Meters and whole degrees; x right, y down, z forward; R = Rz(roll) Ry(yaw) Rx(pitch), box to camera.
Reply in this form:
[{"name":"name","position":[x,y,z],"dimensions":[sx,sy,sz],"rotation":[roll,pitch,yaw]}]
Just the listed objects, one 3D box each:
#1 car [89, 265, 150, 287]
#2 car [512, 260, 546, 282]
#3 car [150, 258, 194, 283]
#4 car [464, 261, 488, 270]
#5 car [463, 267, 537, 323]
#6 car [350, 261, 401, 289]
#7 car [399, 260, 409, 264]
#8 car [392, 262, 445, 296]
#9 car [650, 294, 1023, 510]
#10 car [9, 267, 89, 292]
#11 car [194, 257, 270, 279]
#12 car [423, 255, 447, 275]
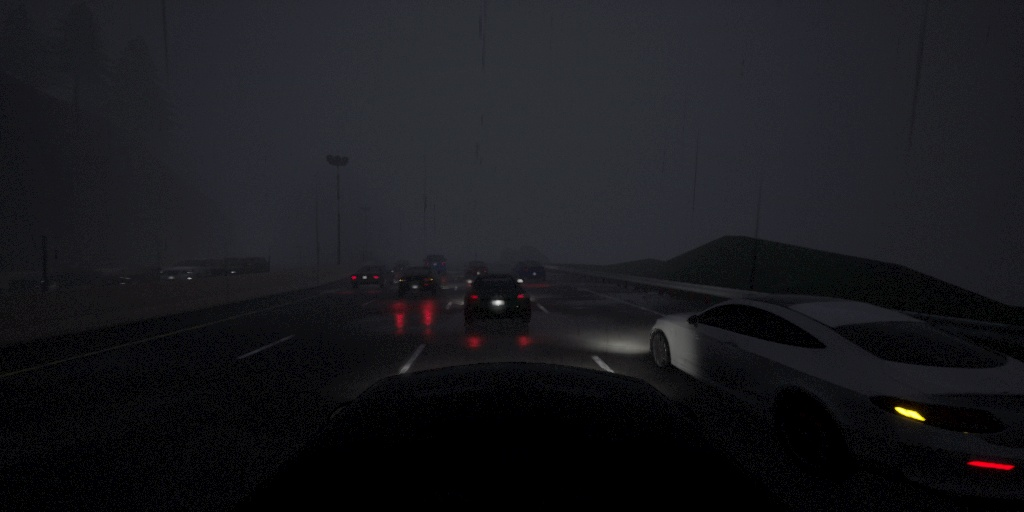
[{"name":"car","position":[-27.324,1.451,26.370],"dimensions":[1.882,1.535,5.008],"rotation":[-1,0,-10]},{"name":"car","position":[1.140,1.057,26.866],"dimensions":[1.882,1.535,5.008],"rotation":[-1,0,-9]},{"name":"car","position":[-23.949,1.144,27.406],"dimensions":[2.150,2.045,5.566],"rotation":[-1,0,-10]},{"name":"car","position":[-3.021,1.140,30.424],"dimensions":[1.812,1.442,4.674],"rotation":[-1,0,-10]},{"name":"car","position":[-0.541,1.258,11.918],"dimensions":[1.994,1.385,4.181],"rotation":[-1,0,-5]},{"name":"car","position":[-8.926,1.287,23.330],"dimensions":[2.033,1.411,5.357],"rotation":[-1,0,-8]},{"name":"car","position":[-12.695,1.203,41.759],"dimensions":[1.812,1.442,4.674],"rotation":[-1,1,-14]},{"name":"car","position":[-4.799,1.235,18.971],"dimensions":[1.812,1.442,4.674],"rotation":[-1,0,-7]},{"name":"car","position":[3.455,1.211,4.547],"dimensions":[1.812,1.442,4.674],"rotation":[-1,0,-3]},{"name":"car","position":[-30.528,1.508,24.369],"dimensions":[1.882,1.535,5.008],"rotation":[-1,0,-10]},{"name":"car","position":[-20.270,1.096,26.660],"dimensions":[2.150,2.045,5.566],"rotation":[-1,0,-10]},{"name":"car","position":[-7.848,0.867,36.609],"dimensions":[2.150,2.045,5.566],"rotation":[-1,1,-12]}]
